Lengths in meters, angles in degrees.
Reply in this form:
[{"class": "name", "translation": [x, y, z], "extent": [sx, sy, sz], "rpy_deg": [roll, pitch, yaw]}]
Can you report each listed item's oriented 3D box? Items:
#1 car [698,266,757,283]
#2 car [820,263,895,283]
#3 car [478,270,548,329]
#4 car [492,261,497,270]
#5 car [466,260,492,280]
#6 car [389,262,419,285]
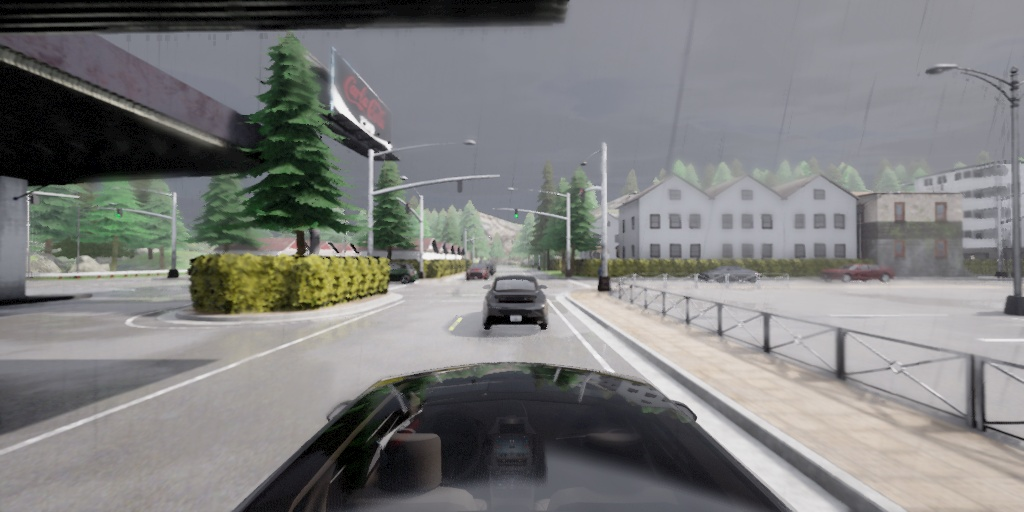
[{"class": "car", "translation": [17.444, 1.456, 29.024], "extent": [4.181, 1.385, 1.994], "rpy_deg": [0, -1, 0]}, {"class": "car", "translation": [27.908, 1.371, 29.052], "extent": [5.008, 1.535, 1.882], "rpy_deg": [0, -1, 0]}, {"class": "car", "translation": [0.104, 1.379, 11.747], "extent": [1.837, 1.490, 4.892], "rpy_deg": [0, 0, 0]}, {"class": "car", "translation": [-3.473, 1.525, 47.045], "extent": [2.150, 2.045, 5.566], "rpy_deg": [0, -1, 0]}, {"class": "car", "translation": [-3.479, 1.530, 36.806], "extent": [2.097, 1.767, 4.553], "rpy_deg": [0, -1, 0]}, {"class": "car", "translation": [-9.905, 1.305, 28.955], "extent": [4.553, 1.767, 2.097], "rpy_deg": [3, -1, 0]}]
